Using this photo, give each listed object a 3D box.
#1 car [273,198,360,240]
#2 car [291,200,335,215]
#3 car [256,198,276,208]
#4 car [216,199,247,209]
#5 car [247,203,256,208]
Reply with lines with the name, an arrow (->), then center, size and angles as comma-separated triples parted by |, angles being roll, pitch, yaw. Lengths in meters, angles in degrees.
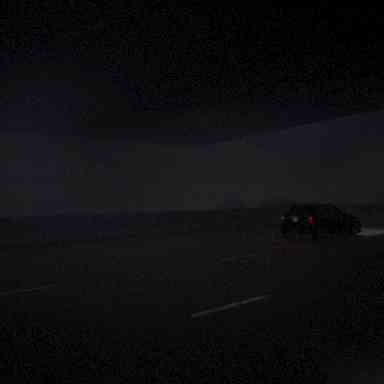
car -> 6.645, 1.343, 17.083 | 4.553, 1.767, 2.097 | 0, 0, -35
car -> 12.554, 1.584, 34.422 | 4.718, 1.301, 1.895 | 0, 0, -35
car -> 9.757, 1.461, 36.725 | 5.008, 1.535, 1.882 | 0, 0, -35
car -> 5.018, 1.548, 41.942 | 4.181, 1.385, 1.994 | 0, 0, -35
car -> 9.642, 1.474, 40.936 | 4.902, 1.511, 2.128 | 0, 0, -35
